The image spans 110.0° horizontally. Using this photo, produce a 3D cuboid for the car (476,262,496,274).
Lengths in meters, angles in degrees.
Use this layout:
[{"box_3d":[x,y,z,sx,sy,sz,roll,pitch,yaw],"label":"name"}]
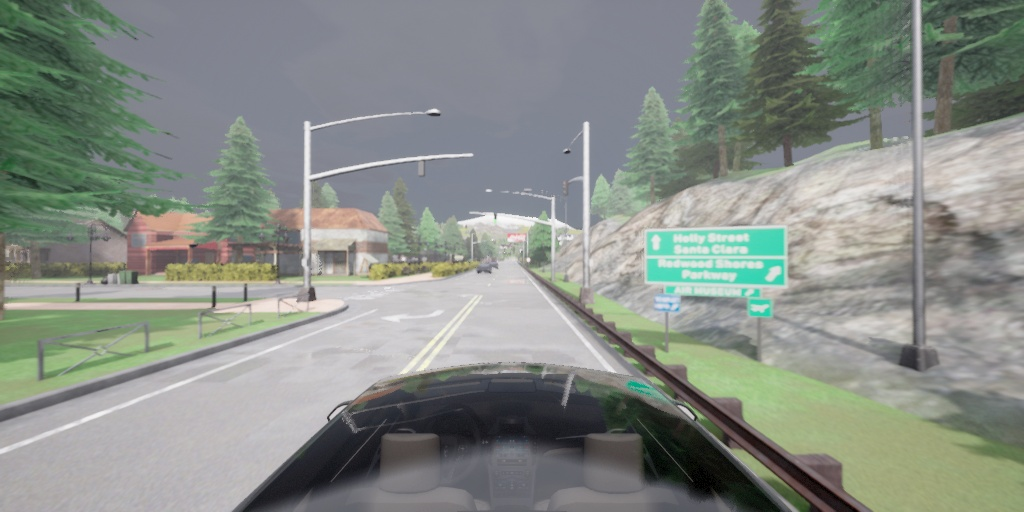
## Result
[{"box_3d":[-3.573,1.610,46.736,2.033,1.411,5.357,0,0,0],"label":"car"}]
